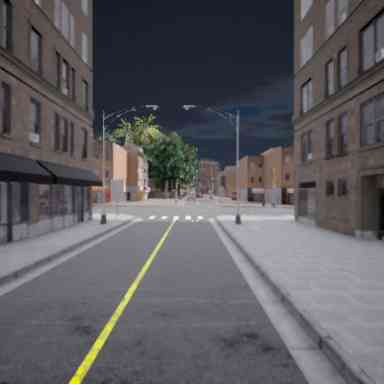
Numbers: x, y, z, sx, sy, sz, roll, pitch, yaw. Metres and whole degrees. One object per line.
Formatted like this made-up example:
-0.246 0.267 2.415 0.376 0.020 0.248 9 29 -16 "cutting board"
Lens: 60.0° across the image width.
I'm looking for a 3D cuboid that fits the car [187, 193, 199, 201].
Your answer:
-0.094 1.238 83.183 2.150 2.045 5.566 0 0 0 "car"
